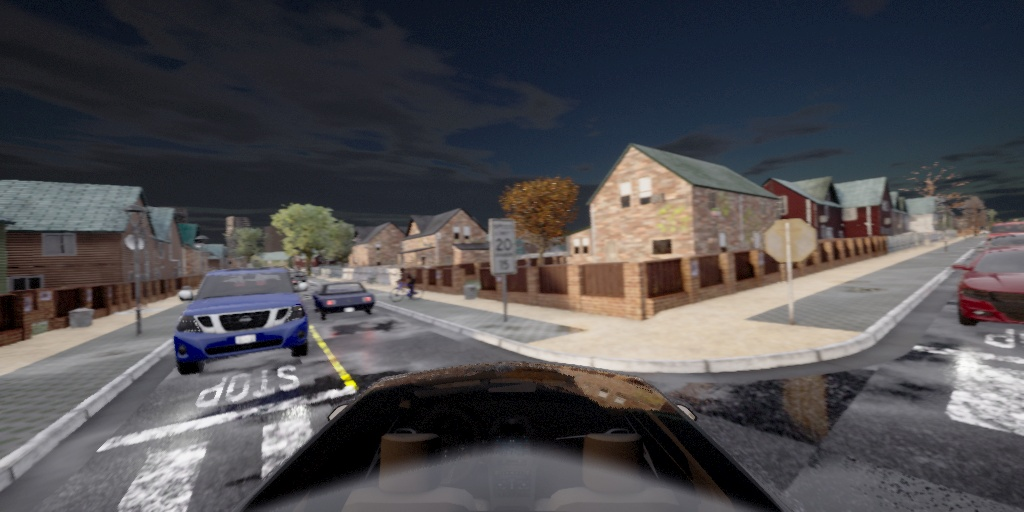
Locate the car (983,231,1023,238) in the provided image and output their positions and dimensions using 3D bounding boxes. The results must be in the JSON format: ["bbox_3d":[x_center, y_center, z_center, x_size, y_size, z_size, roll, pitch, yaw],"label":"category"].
[{"bbox_3d":[20.293,-0.103,14.311,4.892,1.490,1.837,-4,1,-36],"label":"car"}]

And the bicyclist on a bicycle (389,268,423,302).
[{"bbox_3d":[-5.113,1.378,17.326,1.656,1.620,0.582,-3,0,-34],"label":"bicyclist on a bicycle"}]

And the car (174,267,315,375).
[{"bbox_3d":[-6.556,1.303,9.015,2.150,2.045,5.566,-2,-1,-34],"label":"car"}]

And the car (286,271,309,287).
[{"bbox_3d":[-24.108,2.540,40.191,1.837,1.490,4.892,-2,0,-34],"label":"car"}]

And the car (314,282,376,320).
[{"bbox_3d":[-7.193,1.751,15.059,1.895,1.301,4.718,-2,0,-33],"label":"car"}]

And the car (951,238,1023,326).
[{"bbox_3d":[10.823,0.505,7.432,5.008,1.535,1.882,-4,1,-36],"label":"car"}]

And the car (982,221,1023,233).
[{"bbox_3d":[31.409,-1.119,22.372,5.566,2.045,2.150,-4,1,-36],"label":"car"}]
